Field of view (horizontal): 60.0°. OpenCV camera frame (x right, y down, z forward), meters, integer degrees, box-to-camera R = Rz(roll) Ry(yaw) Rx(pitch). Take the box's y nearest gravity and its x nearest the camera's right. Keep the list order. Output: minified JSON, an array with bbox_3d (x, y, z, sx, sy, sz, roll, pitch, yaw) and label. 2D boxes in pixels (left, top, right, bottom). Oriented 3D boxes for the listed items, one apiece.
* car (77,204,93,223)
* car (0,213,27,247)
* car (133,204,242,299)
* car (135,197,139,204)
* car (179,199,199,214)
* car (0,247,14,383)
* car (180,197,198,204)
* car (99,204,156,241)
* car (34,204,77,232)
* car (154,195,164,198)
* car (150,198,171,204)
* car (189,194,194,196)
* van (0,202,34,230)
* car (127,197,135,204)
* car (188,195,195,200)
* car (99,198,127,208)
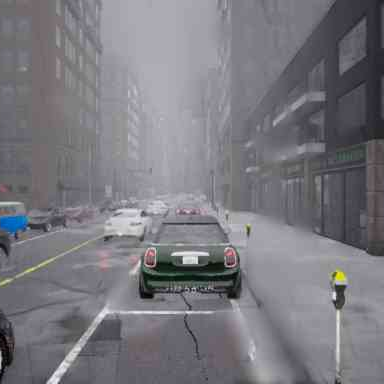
[{"bbox_3d":[-8.815,1.585,25.481,1.802,1.307,4.206,0,0,0],"label":"car"},{"bbox_3d":[-6.245,1.491,7.863,2.128,1.511,4.902,0,0,0],"label":"car"},{"bbox_3d":[-0.033,1.353,8.620,2.097,1.767,4.553,0,0,0],"label":"car"},{"bbox_3d":[-8.816,1.452,47.486,1.967,1.590,4.097,0,0,0],"label":"car"},{"bbox_3d":[-0.290,1.558,36.484,2.008,1.369,4.403,0,0,0],"label":"car"},{"bbox_3d":[-3.044,1.503,2.045,1.837,1.490,4.892,0,0,0],"label":"car"},{"bbox_3d":[-0.290,1.443,25.481,1.967,1.590,4.097,0,0,0],"label":"car"},{"bbox_3d":[-3.042,1.527,16.464,1.812,1.442,4.674,0,0,0],"label":"car"},{"bbox_3d":[-8.815,1.568,19.979,1.947,1.339,4.313,0,0,0],"label":"car"},{"bbox_3d":[-8.782,1.643,84.589,1.802,1.307,4.206,0,0,0],"label":"car"},{"bbox_3d":[-3.146,1.530,30.919,1.812,1.442,4.674,0,0,0],"label":"car"},{"bbox_3d":[-0.257,1.501,84.576,1.967,1.590,4.097,0,0,0],"label":"car"},{"bbox_3d":[-8.815,1.342,14.478,1.690,1.788,3.998,0,0,0],"label":"van"},{"bbox_3d":[-8.815,1.591,41.985,1.802,1.307,4.206,0,0,0],"label":"car"},{"bbox_3d":[-0.237,1.636,95.394,2.008,1.369,4.403,0,0,0],"label":"car"},{"bbox_3d":[-8.815,1.573,36.483,1.947,1.339,4.313,0,0,0],"label":"car"}]
